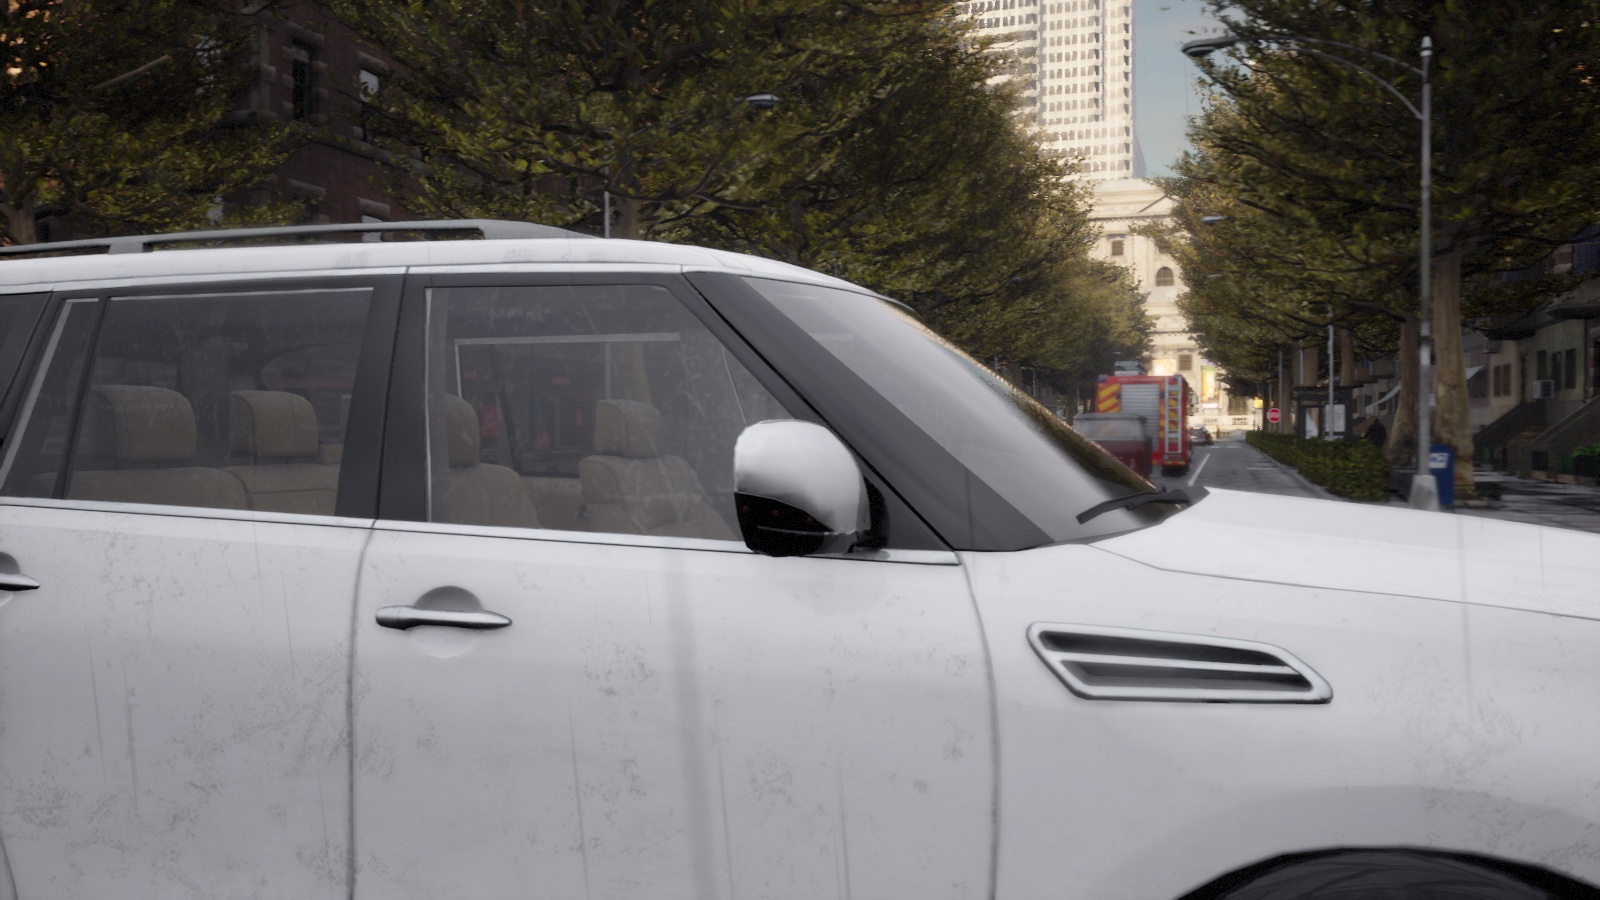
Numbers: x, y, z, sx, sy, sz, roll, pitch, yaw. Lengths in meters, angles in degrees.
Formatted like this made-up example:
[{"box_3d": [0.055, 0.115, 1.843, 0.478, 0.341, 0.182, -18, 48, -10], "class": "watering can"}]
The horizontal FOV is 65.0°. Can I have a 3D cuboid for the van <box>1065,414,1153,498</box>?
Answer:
[{"box_3d": [7.956, 0.096, 32.082, 1.775, 1.987, 4.442, 1, 1, 19], "class": "van"}]

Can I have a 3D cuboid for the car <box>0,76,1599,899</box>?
[{"box_3d": [-0.455, 0.490, 3.338, 5.566, 2.045, 2.150, 1, 1, 19], "class": "car"}]

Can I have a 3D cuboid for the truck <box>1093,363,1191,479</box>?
[{"box_3d": [12.555, -1.020, 45.603, 2.891, 3.827, 8.468, 1, 1, 19], "class": "truck"}]

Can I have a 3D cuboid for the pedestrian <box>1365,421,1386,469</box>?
[{"box_3d": [22.378, -0.213, 48.827, 0.634, 1.844, 0.899, 1, 1, 20], "class": "pedestrian"}]
